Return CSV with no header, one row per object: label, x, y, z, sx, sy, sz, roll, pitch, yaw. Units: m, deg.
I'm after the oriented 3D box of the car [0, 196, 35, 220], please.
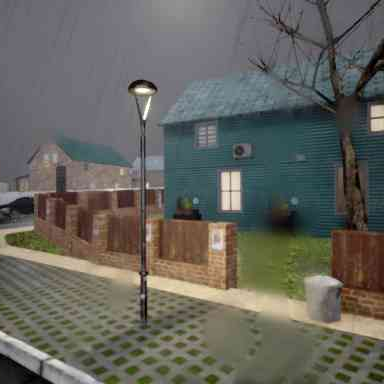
car,-11.380,1.016,23.062,1.812,1.442,4.674,-1,1,29
